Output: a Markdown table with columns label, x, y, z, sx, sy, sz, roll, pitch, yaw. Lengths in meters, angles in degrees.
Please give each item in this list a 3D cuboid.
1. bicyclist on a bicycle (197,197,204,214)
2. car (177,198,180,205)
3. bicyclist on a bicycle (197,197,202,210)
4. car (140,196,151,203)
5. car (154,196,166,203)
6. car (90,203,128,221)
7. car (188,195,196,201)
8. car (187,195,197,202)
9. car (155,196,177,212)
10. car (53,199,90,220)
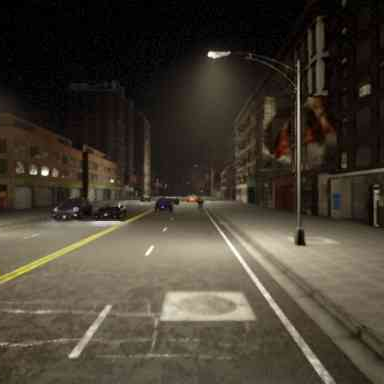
| label | x | y | z | sx | sy | sz | roll | pitch | yaw |
| --- | --- | --- | --- | --- | --- | --- | --- | --- | --- |
| bicyclist on a bicycle | 0.897 | 1.372 | 32.716 | 0.659 | 1.776 | 1.843 | 0 | 0 | 0 |
| car | -3.143 | 1.593 | 57.482 | 1.895 | 1.301 | 4.718 | 0 | 0 | 0 |
| bicyclist on a bicycle | 0.897 | 1.453 | 41.592 | 0.582 | 1.620 | 1.656 | 0 | 0 | 0 |
| car | -9.744 | 1.505 | 69.762 | 2.128 | 1.511 | 4.902 | 0 | 0 | 0 |
| car | -6.494 | 1.519 | 68.575 | 2.033 | 1.411 | 5.357 | 0 | 0 | 0 |
| car | -6.591 | 1.564 | 27.400 | 1.994 | 1.385 | 4.181 | 0 | 0 | 0 |
| car | 0.007 | 1.443 | 82.837 | 1.882 | 1.535 | 5.008 | 0 | 0 | 0 |
| car | 0.006 | 1.334 | 72.255 | 2.097 | 1.767 | 4.553 | 0 | 0 | 0 |
| car | -3.147 | 1.478 | 38.361 | 1.882 | 1.535 | 5.008 | 0 | 0 | 0 |
| car | -9.841 | 1.352 | 27.870 | 2.097 | 1.767 | 4.553 | 0 | 0 | 0 |
